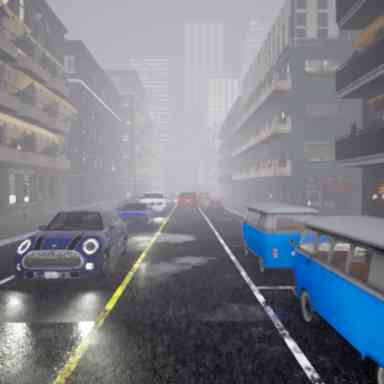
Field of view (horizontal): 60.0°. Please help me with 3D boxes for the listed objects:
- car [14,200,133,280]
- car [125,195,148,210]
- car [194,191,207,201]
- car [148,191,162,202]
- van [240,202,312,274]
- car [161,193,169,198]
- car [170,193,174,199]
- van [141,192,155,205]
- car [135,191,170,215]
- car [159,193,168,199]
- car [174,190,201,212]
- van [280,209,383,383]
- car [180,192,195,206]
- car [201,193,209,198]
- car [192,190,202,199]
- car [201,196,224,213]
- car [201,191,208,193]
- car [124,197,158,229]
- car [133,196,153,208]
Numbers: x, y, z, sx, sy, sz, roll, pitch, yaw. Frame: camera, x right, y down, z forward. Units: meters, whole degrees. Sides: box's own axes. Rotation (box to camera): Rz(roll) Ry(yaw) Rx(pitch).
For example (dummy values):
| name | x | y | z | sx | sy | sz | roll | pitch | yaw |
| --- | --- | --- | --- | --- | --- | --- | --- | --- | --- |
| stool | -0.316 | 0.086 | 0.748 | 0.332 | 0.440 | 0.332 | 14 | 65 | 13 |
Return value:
| name | x | y | z | sx | sy | sz | roll | pitch | yaw |
| --- | --- | --- | --- | --- | --- | --- | --- | --- | --- |
| car | -3.238 | 1.278 | 9.805 | 2.097 | 1.767 | 4.553 | 0 | 0 | -1 |
| car | -6.260 | 1.143 | 37.903 | 1.967 | 1.590 | 4.097 | -1 | 0 | -1 |
| car | 1.633 | 0.768 | 66.014 | 2.192 | 1.841 | 5.009 | -1 | 0 | -1 |
| car | -6.646 | 0.836 | 60.306 | 2.192 | 1.841 | 5.009 | -1 | 0 | -1 |
| van | 2.536 | 1.251 | 10.002 | 1.690 | 1.788 | 3.998 | -1 | 0 | -1 |
| car | -7.104 | 0.877 | 88.314 | 1.802 | 1.307 | 4.206 | -1 | 0 | -1 |
| car | -4.128 | 0.892 | 71.273 | 1.837 | 1.490 | 4.892 | 0 | 0 | -1 |
| van | -6.442 | 0.953 | 49.104 | 1.690 | 1.788 | 3.998 | -1 | 0 | -1 |
| car | -3.528 | 0.976 | 30.746 | 2.150 | 2.045 | 5.566 | 0 | 0 | -1 |
| car | -7.014 | 0.922 | 82.713 | 1.802 | 1.307 | 4.206 | -1 | 0 | -1 |
| car | -0.446 | 0.936 | 34.989 | 2.150 | 2.045 | 5.566 | 0 | 1 | -1 |
| van | 2.626 | 1.297 | 4.400 | 1.690 | 1.788 | 3.998 | -1 | 0 | -1 |
| car | -0.656 | 0.959 | 47.867 | 2.097 | 1.767 | 4.553 | 0 | 0 | -1 |
| car | 1.995 | 1.159 | 43.781 | 1.752 | 1.417 | 4.829 | -1 | 0 | -1 |
| car | 1.174 | 0.586 | 76.872 | 2.150 | 2.045 | 5.566 | 0 | 0 | -1 |
| car | 2.179 | 1.309 | 32.409 | 1.802 | 1.307 | 4.206 | -1 | 0 | -1 |
| car | 1.813 | 0.859 | 54.811 | 2.192 | 1.841 | 5.009 | -1 | 0 | -1 |
| car | -3.399 | 1.318 | 20.246 | 1.882 | 1.535 | 5.008 | 0 | 0 | -1 |
| car | -6.349 | 1.208 | 43.505 | 2.008 | 1.369 | 4.403 | -1 | 0 | -1 |
